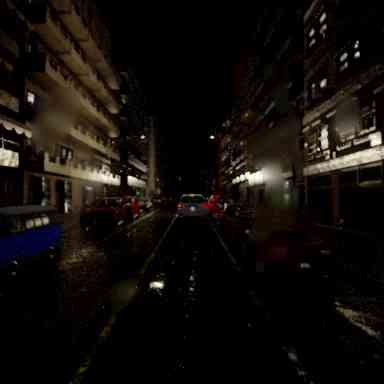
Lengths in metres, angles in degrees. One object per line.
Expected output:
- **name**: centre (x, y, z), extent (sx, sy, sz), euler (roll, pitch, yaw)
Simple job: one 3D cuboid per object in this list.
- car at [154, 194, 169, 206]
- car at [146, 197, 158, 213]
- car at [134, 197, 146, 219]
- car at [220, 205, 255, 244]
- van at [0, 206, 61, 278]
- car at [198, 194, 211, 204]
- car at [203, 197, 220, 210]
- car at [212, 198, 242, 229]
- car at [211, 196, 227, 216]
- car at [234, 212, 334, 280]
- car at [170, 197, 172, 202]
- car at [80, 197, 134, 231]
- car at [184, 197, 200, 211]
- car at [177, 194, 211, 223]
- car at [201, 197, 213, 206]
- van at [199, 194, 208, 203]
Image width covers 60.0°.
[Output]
- **car**: centre (-5.411, 1.329, 54.068), extent (2.192, 1.841, 5.009), euler (1, 0, 0)
- **car**: centre (-5.378, 1.559, 37.478), extent (1.947, 1.339, 4.313), euler (1, 0, 0)
- **car**: centre (-5.347, 1.305, 26.415), extent (2.192, 1.841, 5.009), euler (1, 0, 0)
- **car**: centre (2.554, 1.531, 15.311), extent (1.887, 1.381, 4.507), euler (1, 0, 0)
- **van**: centre (-5.310, 1.335, 9.825), extent (1.690, 1.788, 3.998), euler (1, 0, 0)
- **car**: centre (2.409, 1.347, 65.094), extent (2.192, 1.841, 5.009), euler (1, 0, 0)
- **car**: centre (2.458, 1.433, 42.968), extent (1.967, 1.590, 4.097), euler (1, 0, 0)
- **car**: centre (2.551, 1.425, 20.843), extent (1.967, 1.590, 4.097), euler (1, 0, 0)
- **car**: centre (2.486, 1.300, 31.905), extent (2.192, 1.841, 5.009), euler (1, 0, 0)
- **car**: centre (2.566, 1.534, 9.782), extent (1.887, 1.381, 4.507), euler (1, 0, 0)
- **car**: centre (-5.468, 1.650, 76.193), extent (1.802, 1.307, 4.206), euler (1, 0, 0)
- **car**: centre (-5.334, 1.305, 20.886), extent (2.192, 1.841, 5.009), euler (1, 0, 0)
- **car**: centre (0.009, 1.471, 41.913), extent (1.882, 1.535, 5.008), euler (0, 0, 0)
- **car**: centre (0.045, 1.207, 25.333), extent (2.150, 2.045, 5.566), euler (0, 0, 0)
- **car**: centre (2.430, 1.590, 54.031), extent (1.802, 1.307, 4.206), euler (1, 0, 0)
- **van**: centre (2.396, 1.387, 70.625), extent (1.690, 1.788, 3.998), euler (1, 0, 0)
